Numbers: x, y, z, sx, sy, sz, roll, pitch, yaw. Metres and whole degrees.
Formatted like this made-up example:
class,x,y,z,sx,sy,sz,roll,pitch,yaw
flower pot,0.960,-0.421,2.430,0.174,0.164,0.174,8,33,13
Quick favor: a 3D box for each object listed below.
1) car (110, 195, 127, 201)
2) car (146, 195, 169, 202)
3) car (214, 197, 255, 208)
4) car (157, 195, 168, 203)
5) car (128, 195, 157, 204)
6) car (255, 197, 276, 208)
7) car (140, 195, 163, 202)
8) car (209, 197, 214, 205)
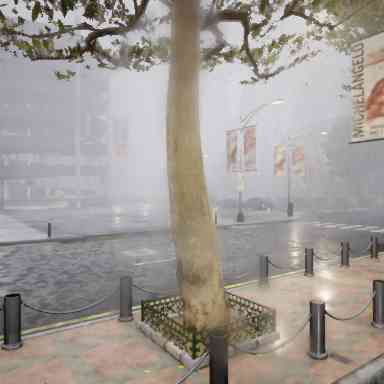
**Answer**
class,x,y,z,sx,sy,sz,roll,pitch,yaw
car,-18.523,1.427,77.742,5.008,1.535,1.882,0,0,12
car,-7.966,1.525,77.300,4.902,1.511,2.128,0,0,26
car,5.972,1.547,47.453,2.033,1.411,5.357,0,0,-35
car,-7.099,1.478,68.436,5.008,1.535,1.882,0,0,38
car,-9.792,1.505,65.866,4.892,1.490,1.837,0,0,35
car,9.817,1.505,48.056,1.837,1.490,4.892,0,0,-36
car,-8.987,1.478,73.888,5.008,1.535,1.882,0,0,30
car,3.712,1.547,56.619,2.033,1.411,5.357,0,0,-36
